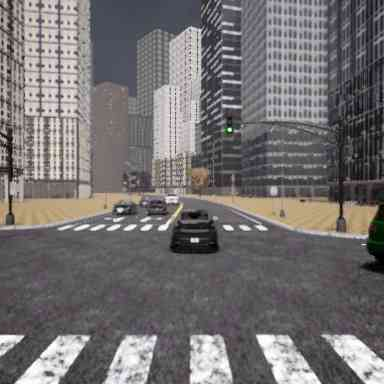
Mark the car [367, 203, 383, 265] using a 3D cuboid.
[{"bbox_3d":[7.911,1.277,10.403,5.566,2.045,2.150,0,-2,-29],"label":"car"}]

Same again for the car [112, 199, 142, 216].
[{"bbox_3d":[-6.599,1.482,32.932,2.128,1.511,4.902,0,0,0],"label":"car"}]

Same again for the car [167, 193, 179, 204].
[{"bbox_3d":[-3.400,1.187,57.201,2.150,2.045,5.566,0,0,-1],"label":"car"}]

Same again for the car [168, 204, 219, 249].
[{"bbox_3d":[0.103,1.501,14.602,1.837,1.490,4.892,0,0,0],"label":"car"}]

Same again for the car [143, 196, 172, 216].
[{"bbox_3d":[-3.348,1.496,33.190,1.837,1.490,4.892,0,0,0],"label":"car"}]

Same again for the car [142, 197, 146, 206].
[{"bbox_3d":[-6.610,1.466,49.217,2.128,1.511,4.902,0,0,0],"label":"car"}]
